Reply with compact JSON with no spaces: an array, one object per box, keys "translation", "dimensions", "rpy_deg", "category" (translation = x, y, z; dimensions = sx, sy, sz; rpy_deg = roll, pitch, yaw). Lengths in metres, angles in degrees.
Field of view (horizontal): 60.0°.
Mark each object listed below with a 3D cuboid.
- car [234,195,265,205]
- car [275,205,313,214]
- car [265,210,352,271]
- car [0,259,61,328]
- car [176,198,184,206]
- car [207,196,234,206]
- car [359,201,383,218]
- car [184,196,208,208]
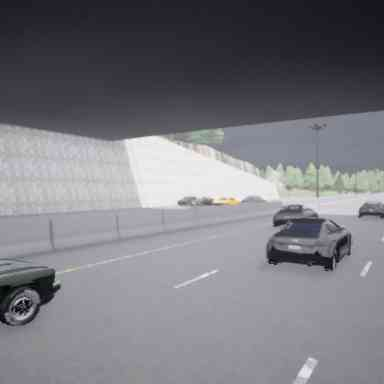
[{"translation":[7.617,1.227,42.243],"dimensions":[2.097,1.767,4.553],"rpy_deg":[0,0,34],"category":"car"},{"translation":[6.777,1.499,21.625],"dimensions":[1.994,1.385,4.181],"rpy_deg":[0,0,33],"category":"car"},{"translation":[3.994,1.530,11.039],"dimensions":[1.994,1.385,4.181],"rpy_deg":[0,0,33],"category":"car"},{"translation":[-4.378,1.588,4.706],"dimensions":[1.895,1.301,4.718],"rpy_deg":[0,0,33],"category":"car"},{"translation":[-0.340,1.366,49.228],"dimensions":[1.837,1.490,4.892],"rpy_deg":[0,0,34],"category":"car"},{"translation":[4.451,1.350,43.805],"dimensions":[1.882,1.535,5.008],"rpy_deg":[0,0,34],"category":"car"},{"translation":[15.830,1.474,29.011],"dimensions":[1.994,1.385,4.181],"rpy_deg":[0,0,33],"category":"car"},{"translation":[1.569,1.360,45.791],"dimensions":[2.128,1.511,4.902],"rpy_deg":[0,0,34],"category":"car"}]
